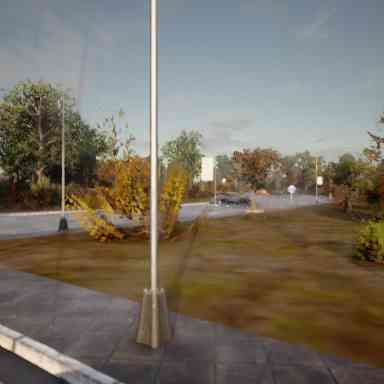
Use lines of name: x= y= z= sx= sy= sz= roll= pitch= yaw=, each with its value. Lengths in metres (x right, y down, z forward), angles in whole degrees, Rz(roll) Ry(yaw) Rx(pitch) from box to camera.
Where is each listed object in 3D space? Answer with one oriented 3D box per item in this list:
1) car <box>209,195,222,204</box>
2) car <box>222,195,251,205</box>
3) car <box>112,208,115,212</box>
car: x=4.630 y=1.257 z=55.217 sx=1.837 sy=1.490 sz=4.892 roll=0 pitch=1 yaw=37
car: x=7.428 y=1.284 z=53.111 sx=2.033 sy=1.411 sz=5.357 roll=0 pitch=1 yaw=37
car: x=-6.788 y=1.509 z=35.451 sx=1.837 sy=1.490 sz=4.892 roll=0 pitch=0 yaw=39
